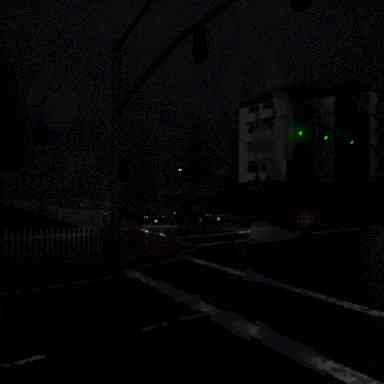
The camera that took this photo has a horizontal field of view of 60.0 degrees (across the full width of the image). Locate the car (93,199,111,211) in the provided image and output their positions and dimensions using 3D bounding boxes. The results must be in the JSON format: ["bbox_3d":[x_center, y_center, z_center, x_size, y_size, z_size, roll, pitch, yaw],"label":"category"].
[{"bbox_3d":[-10.875,1.588,41.674,2.128,1.511,4.902,0,0,-34],"label":"car"}]

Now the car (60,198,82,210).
[{"bbox_3d":[-15.349,1.583,42.084,1.837,1.490,4.892,0,-1,-34],"label":"car"}]

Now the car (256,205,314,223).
[{"bbox_3d":[7.436,1.735,27.218,1.895,1.301,4.718,0,0,-34],"label":"car"}]

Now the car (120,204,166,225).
[{"bbox_3d":[-3.975,1.617,25.159,2.033,1.411,5.357,0,0,-34],"label":"car"}]

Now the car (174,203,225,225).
[{"bbox_3d":[0.451,1.580,24.871,2.128,1.511,4.902,0,0,-34],"label":"car"}]
